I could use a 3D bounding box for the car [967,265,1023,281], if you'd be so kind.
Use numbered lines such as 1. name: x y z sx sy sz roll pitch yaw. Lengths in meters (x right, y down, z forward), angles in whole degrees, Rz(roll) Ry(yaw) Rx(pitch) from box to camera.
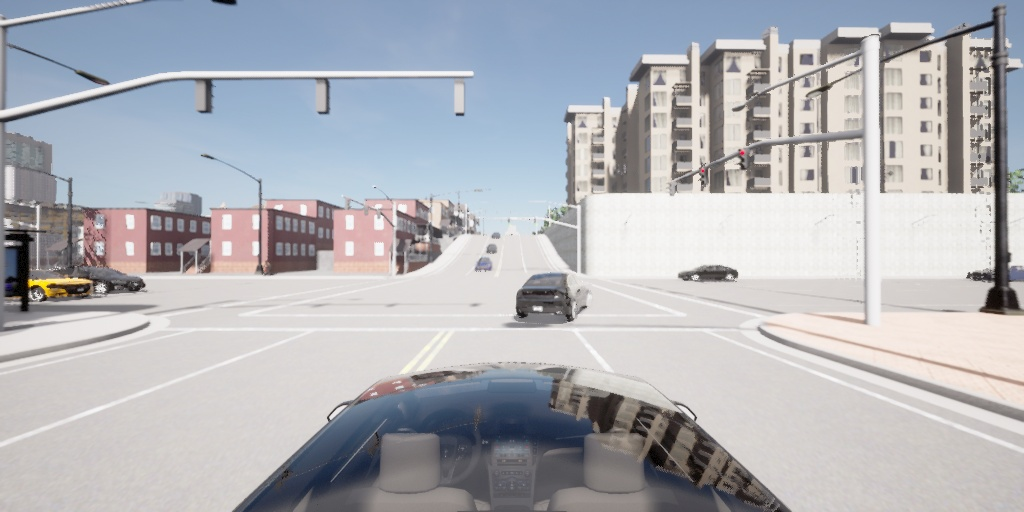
1. car: 42.905 1.507 30.943 5.357 1.411 2.033 0 0 1

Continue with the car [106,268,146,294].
1. car: -23.927 1.390 20.508 4.892 1.490 1.837 0 0 0

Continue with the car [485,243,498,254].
1. car: -3.527 -1.284 62.375 1.837 1.490 4.892 0 12 1

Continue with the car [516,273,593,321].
1. car: 1.649 1.339 13.095 1.837 1.490 4.892 -2 0 21

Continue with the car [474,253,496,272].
1. car: -3.579 0.974 45.758 2.097 1.767 4.553 0 4 0

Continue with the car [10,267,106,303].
1. car: -22.978 1.338 17.002 5.008 1.535 1.882 0 0 0

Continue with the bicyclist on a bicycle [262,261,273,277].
1. bicyclist on a bicycle: -25.254 1.304 36.992 0.582 1.620 1.656 0 0 0

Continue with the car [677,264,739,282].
1. car: 16.919 1.465 31.069 4.892 1.490 1.837 0 0 0
